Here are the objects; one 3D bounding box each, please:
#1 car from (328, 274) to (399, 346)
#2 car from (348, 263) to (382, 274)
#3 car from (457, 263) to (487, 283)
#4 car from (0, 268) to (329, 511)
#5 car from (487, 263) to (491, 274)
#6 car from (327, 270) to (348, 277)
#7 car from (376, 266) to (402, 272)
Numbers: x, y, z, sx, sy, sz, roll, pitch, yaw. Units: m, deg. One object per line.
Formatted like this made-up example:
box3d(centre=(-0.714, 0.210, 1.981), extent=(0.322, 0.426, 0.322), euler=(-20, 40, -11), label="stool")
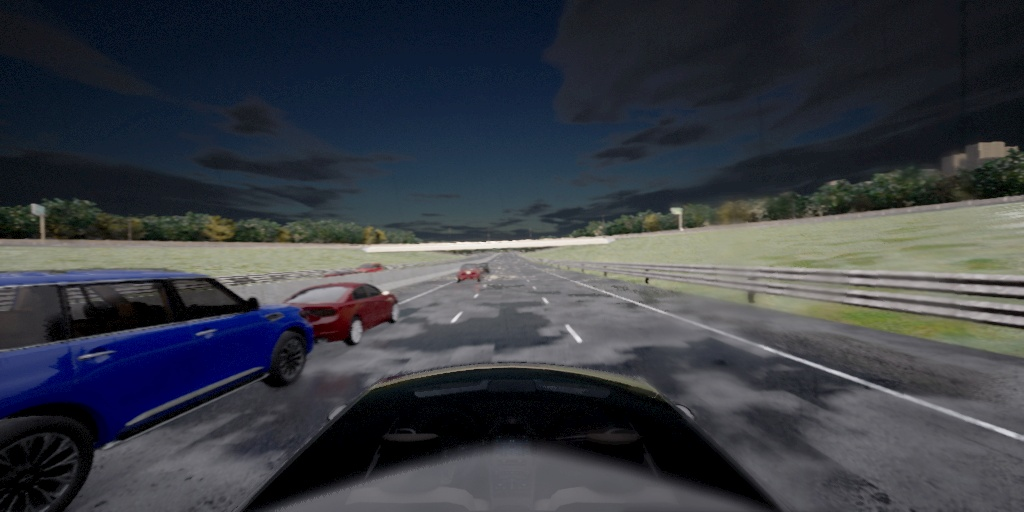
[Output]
box3d(centre=(-4.746, 1.463, 10.214), extent=(1.882, 1.535, 5.008), euler=(-2, 0, 0), label="car")
box3d(centre=(-18.067, 1.942, 45.335), extent=(2.150, 2.045, 5.566), euler=(-2, 0, 0), label="car")
box3d(centre=(-3.840, 1.486, 33.610), extent=(2.097, 1.767, 4.553), euler=(-2, -1, 0), label="car")
box3d(centre=(-4.725, 1.164, 4.241), extent=(2.150, 2.045, 5.566), euler=(-2, 0, 0), label="car")
box3d(centre=(-4.029, 1.734, 50.564), extent=(1.837, 1.490, 4.892), euler=(-2, 0, 0), label="car")
box3d(centre=(-21.546, 2.450, 44.967), extent=(1.895, 1.301, 4.718), euler=(-2, 0, 0), label="car")
box3d(centre=(-14.541, 2.188, 43.852), extent=(1.895, 1.301, 4.718), euler=(-2, 0, 0), label="car")
